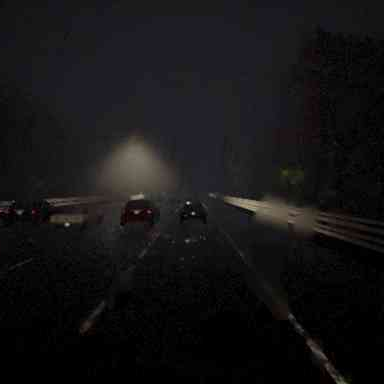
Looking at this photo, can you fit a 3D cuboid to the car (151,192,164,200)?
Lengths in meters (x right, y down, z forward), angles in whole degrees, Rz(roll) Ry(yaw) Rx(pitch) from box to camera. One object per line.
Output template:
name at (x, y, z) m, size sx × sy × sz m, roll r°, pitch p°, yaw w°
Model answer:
car at (-6.722, 0.990, 63.691) m, size 2.150 × 2.045 × 5.566 m, roll 0°, pitch 0°, yaw 0°

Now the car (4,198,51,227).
car at (-10.417, 1.268, 22.242) m, size 2.097 × 1.767 × 4.553 m, roll 0°, pitch 0°, yaw 0°

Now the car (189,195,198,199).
car at (0.276, 1.272, 64.055) m, size 1.837 × 1.490 × 4.892 m, roll 0°, pitch 0°, yaw 0°

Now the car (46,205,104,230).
car at (-6.926, 1.523, 20.682) m, size 1.895 × 1.301 × 4.718 m, roll 0°, pitch 0°, yaw 0°

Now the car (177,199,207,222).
car at (0.094, 1.468, 25.443) m, size 1.994 × 1.385 × 4.181 m, roll 0°, pitch 0°, yaw 0°

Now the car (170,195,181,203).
car at (-3.227, 1.331, 63.939) m, size 1.994 × 1.385 × 4.181 m, roll 0°, pitch 0°, yaw 0°

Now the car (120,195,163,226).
car at (-3.415, 1.266, 22.666) m, size 2.097 × 1.767 × 4.553 m, roll 0°, pitch 0°, yaw 0°

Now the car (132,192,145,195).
car at (-10.220, 0.991, 63.586) m, size 2.150 × 2.045 × 5.566 m, roll 0°, pitch 0°, yaw 0°
